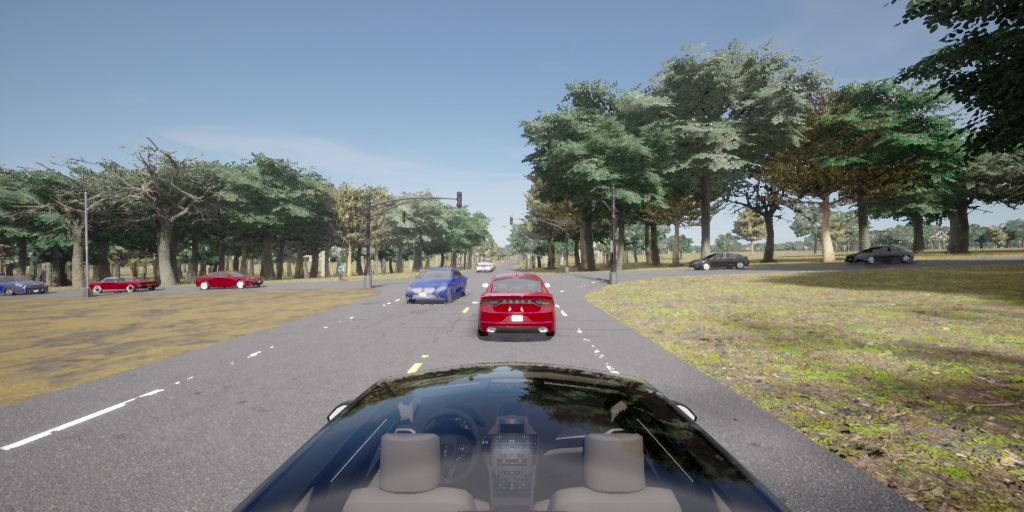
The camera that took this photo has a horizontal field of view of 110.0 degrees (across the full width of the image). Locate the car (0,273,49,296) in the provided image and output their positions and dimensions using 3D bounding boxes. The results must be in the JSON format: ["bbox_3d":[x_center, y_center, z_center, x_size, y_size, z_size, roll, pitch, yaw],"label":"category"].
[{"bbox_3d":[-43.333,2.502,31.085,4.553,1.767,2.097,-2,-1,3],"label":"car"}]

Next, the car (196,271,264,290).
[{"bbox_3d":[-23.694,1.975,30.176,5.008,1.535,1.882,-2,-1,2],"label":"car"}]

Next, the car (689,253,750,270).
[{"bbox_3d":[18.453,0.481,32.079,4.892,1.490,1.837,-2,-1,2],"label":"car"}]

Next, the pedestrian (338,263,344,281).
[{"bbox_3d":[-17.920,1.668,37.525,0.375,1.860,0.375,0,1,3],"label":"pedestrian"}]

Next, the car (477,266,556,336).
[{"bbox_3d":[0.125,1.230,10.409,1.882,1.535,5.008,0,0,0],"label":"car"}]

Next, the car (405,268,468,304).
[{"bbox_3d":[-3.288,1.280,16.503,1.812,1.442,4.674,0,0,6],"label":"car"}]

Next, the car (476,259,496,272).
[{"bbox_3d":[-3.932,1.394,52.972,2.150,2.045,5.566,0,-1,1],"label":"car"}]

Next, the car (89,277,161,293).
[{"bbox_3d":[-33.052,2.417,30.595,4.718,1.301,1.895,-2,-1,3],"label":"car"}]

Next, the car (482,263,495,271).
[{"bbox_3d":[-4.100,1.910,62.922,1.994,1.385,4.181,0,-1,0],"label":"car"}]

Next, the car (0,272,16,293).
[{"bbox_3d":[-52.827,2.702,35.187,5.566,2.045,2.150,-2,-1,3],"label":"car"}]

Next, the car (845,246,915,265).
[{"bbox_3d":[32.204,-0.060,31.503,4.892,1.490,1.837,-2,-1,2],"label":"car"}]
